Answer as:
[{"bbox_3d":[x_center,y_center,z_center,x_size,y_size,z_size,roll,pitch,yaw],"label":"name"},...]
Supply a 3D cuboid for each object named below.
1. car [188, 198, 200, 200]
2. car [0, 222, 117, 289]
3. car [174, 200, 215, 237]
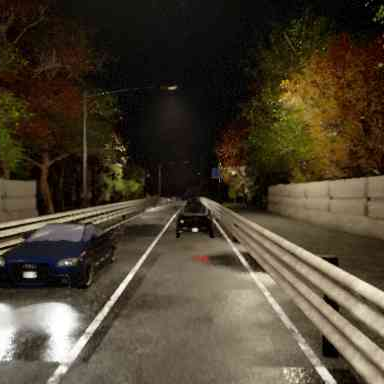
[{"bbox_3d":[0.187,1.415,38.703,1.837,1.490,4.892,0,0,0],"label":"car"},{"bbox_3d":[-3.334,1.508,8.834,1.994,1.385,4.181,0,0,0],"label":"car"},{"bbox_3d":[0.136,1.423,17.369,1.837,1.490,4.892,0,1,0],"label":"car"}]
